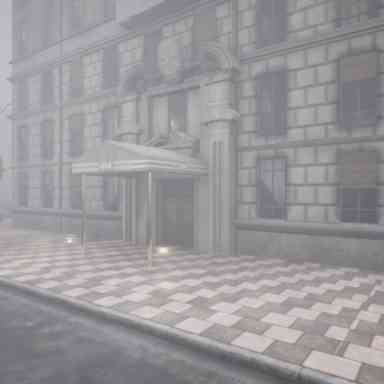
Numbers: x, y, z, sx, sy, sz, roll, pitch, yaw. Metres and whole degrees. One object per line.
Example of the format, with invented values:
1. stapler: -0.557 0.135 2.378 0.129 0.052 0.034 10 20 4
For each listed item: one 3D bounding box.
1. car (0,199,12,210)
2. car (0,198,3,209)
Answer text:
1. car: -24.082 1.525 40.174 1.812 1.442 4.674 0 0 36
2. car: -26.937 1.504 42.187 1.837 1.490 4.892 0 0 35
